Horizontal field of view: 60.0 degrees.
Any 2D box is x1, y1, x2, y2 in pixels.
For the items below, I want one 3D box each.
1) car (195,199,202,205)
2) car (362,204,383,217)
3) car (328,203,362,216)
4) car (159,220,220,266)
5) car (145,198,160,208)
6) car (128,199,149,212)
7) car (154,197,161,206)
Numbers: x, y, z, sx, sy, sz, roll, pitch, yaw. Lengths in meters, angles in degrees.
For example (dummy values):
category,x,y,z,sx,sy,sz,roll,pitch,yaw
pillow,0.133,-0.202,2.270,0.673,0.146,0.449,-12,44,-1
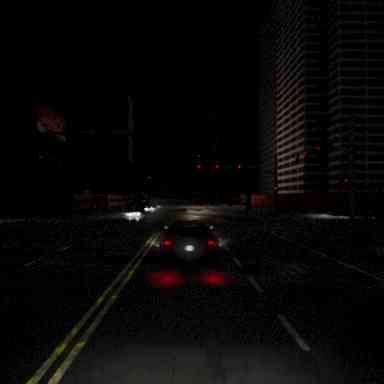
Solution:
category,x,y,z,sx,sy,sz,roll,pitch,yaw
car,1.827,2.740,92.089,2.128,1.511,4.902,0,-1,-1
car,21.614,1.946,35.865,4.902,1.511,2.128,0,-1,-1
car,19.016,2.050,39.305,5.357,1.411,2.033,0,-1,-1
car,-0.110,1.727,12.217,1.994,1.385,4.181,0,-1,-1
car,-8.205,2.379,66.491,2.128,1.511,4.902,0,-1,-1
car,-8.116,2.144,48.803,2.128,1.511,4.902,0,-1,2
car,-8.414,2.263,77.949,2.150,2.045,5.566,0,-1,-1
